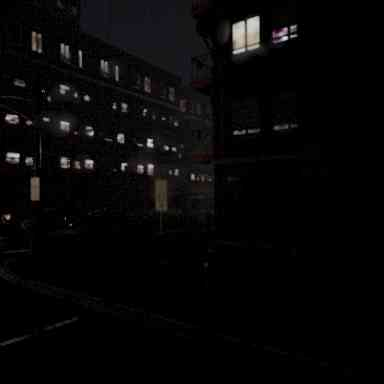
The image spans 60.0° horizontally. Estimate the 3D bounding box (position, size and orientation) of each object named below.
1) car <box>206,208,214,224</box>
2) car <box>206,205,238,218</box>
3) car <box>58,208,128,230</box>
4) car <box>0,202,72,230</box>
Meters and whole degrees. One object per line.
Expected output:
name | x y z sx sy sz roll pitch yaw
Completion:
car | 2.522 2.096 28.493 1.802 1.307 4.206 -2 -2 35
car | 3.616 2.302 40.011 1.994 1.385 4.181 0 -1 35
car | -7.106 1.999 24.791 1.895 1.301 4.718 0 -1 35
car | -10.883 1.680 23.959 2.192 1.841 5.009 -2 -2 35
